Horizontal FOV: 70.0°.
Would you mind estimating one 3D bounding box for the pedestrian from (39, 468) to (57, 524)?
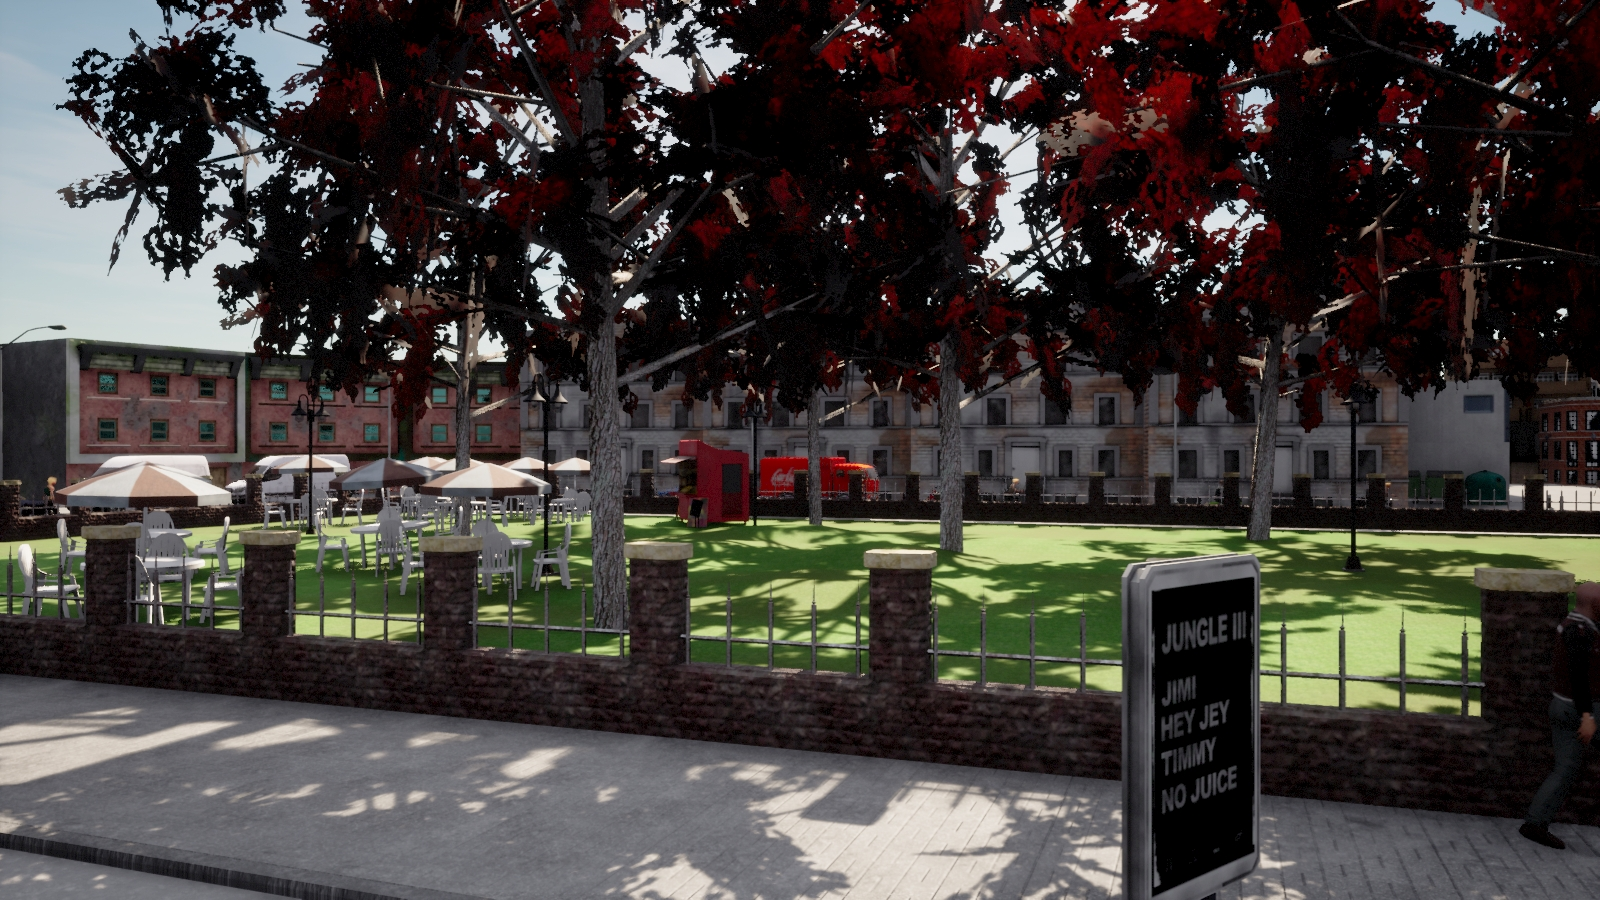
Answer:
[{"bbox_3d":[-24.964,1.522,37.925,0.375,1.860,0.375,0,0,22],"label":"pedestrian"}]

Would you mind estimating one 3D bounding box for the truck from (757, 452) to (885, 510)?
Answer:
[{"bbox_3d":[0.976,1.347,51.666,5.204,2.467,2.627,0,0,20],"label":"truck"}]

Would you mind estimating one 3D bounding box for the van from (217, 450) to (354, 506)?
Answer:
[{"bbox_3d":[-25.510,1.310,56.886,1.988,2.561,5.915,1,1,41],"label":"van"}]

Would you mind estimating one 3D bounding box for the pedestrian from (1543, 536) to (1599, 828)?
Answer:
[{"bbox_3d":[5.219,1.523,7.603,0.375,1.860,0.375,0,0,19],"label":"pedestrian"}]

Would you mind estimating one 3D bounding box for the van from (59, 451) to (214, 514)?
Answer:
[{"bbox_3d":[-28.662,1.312,49.637,1.988,2.561,5.915,0,0,21],"label":"van"}]
